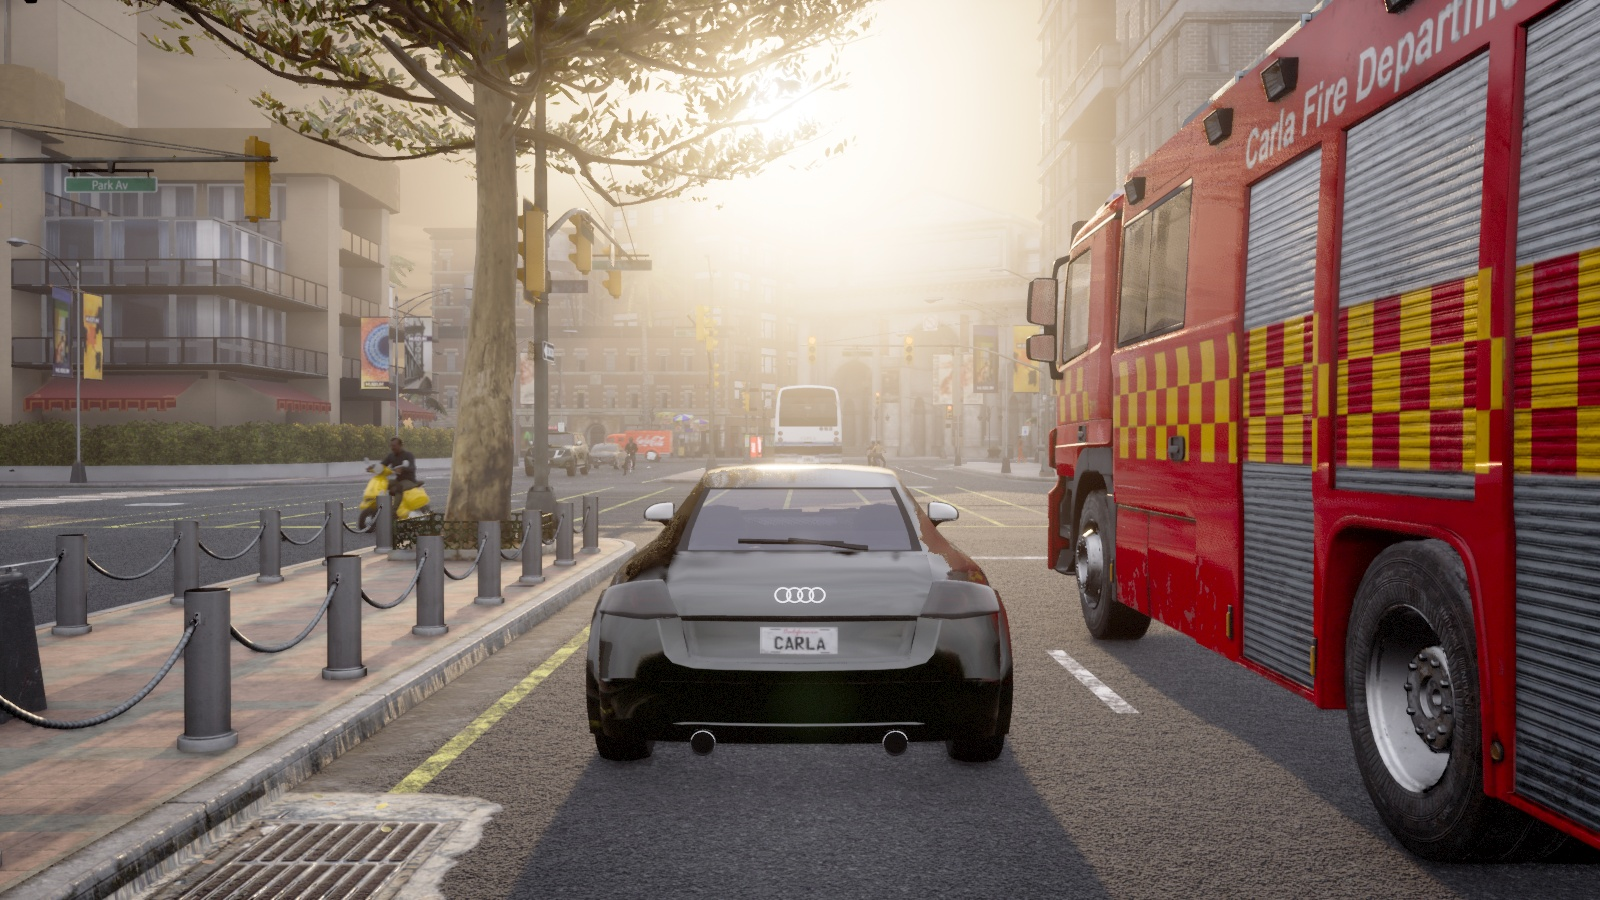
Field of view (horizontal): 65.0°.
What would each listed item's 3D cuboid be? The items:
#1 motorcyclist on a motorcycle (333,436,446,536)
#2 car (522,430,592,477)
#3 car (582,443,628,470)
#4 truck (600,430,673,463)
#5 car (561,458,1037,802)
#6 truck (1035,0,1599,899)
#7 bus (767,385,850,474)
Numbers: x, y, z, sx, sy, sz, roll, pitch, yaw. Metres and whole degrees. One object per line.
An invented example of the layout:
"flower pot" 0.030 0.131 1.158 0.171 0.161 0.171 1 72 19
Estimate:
"motorcyclist on a motorcycle" -6.913 0.574 21.239 0.866 1.590 1.817 1 1 20
"car" -11.115 0.130 57.873 2.150 2.045 5.566 0 0 0
"car" -11.034 0.340 71.395 1.837 1.490 4.892 0 0 0
"truck" -12.464 -0.292 96.051 5.204 2.467 2.627 0 0 1
"car" 0.005 0.769 7.352 1.994 1.385 4.181 0 0 0
"truck" 3.562 -0.456 7.201 2.891 3.827 8.468 0 0 0
"bus" 0.433 -0.997 65.120 3.944 4.253 10.273 0 0 0
